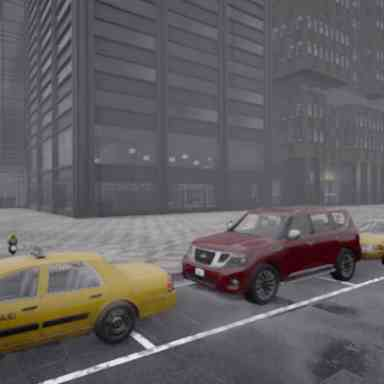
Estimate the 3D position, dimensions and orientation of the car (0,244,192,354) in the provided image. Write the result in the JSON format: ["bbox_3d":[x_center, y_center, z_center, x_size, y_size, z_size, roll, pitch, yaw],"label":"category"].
[{"bbox_3d":[-2.524,1.524,4.851,4.829,1.417,1.752,0,0,-36],"label":"car"}]

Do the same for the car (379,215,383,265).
[{"bbox_3d":[6.658,1.506,11.405,4.829,1.417,1.752,0,0,-36],"label":"car"}]

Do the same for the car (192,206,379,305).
[{"bbox_3d":[2.205,1.304,8.227,5.009,1.841,2.192,0,0,-36],"label":"car"}]
